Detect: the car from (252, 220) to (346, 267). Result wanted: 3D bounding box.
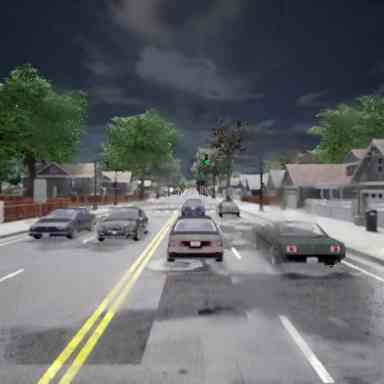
[{"bbox_3d":[3.346,1.603,11.448,1.895,1.301,4.718,0,0,0],"label":"car"}]

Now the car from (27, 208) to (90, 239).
[{"bbox_3d":[-6.514,1.549,17.504,2.033,1.411,5.357,0,0,0],"label":"car"}]

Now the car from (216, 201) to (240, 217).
[{"bbox_3d":[3.341,1.549,31.230,2.033,1.411,5.357,0,0,0],"label":"car"}]

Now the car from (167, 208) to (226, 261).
[{"bbox_3d":[0.097,1.549,12.164,2.033,1.411,5.357,0,0,0],"label":"car"}]

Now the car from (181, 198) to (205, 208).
[{"bbox_3d":[0.092,1.354,29.619,2.097,1.767,4.553,0,0,0],"label":"car"}]

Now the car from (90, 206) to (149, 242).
[{"bbox_3d":[-3.276,1.509,16.542,1.837,1.490,4.892,0,-1,0],"label":"car"}]
